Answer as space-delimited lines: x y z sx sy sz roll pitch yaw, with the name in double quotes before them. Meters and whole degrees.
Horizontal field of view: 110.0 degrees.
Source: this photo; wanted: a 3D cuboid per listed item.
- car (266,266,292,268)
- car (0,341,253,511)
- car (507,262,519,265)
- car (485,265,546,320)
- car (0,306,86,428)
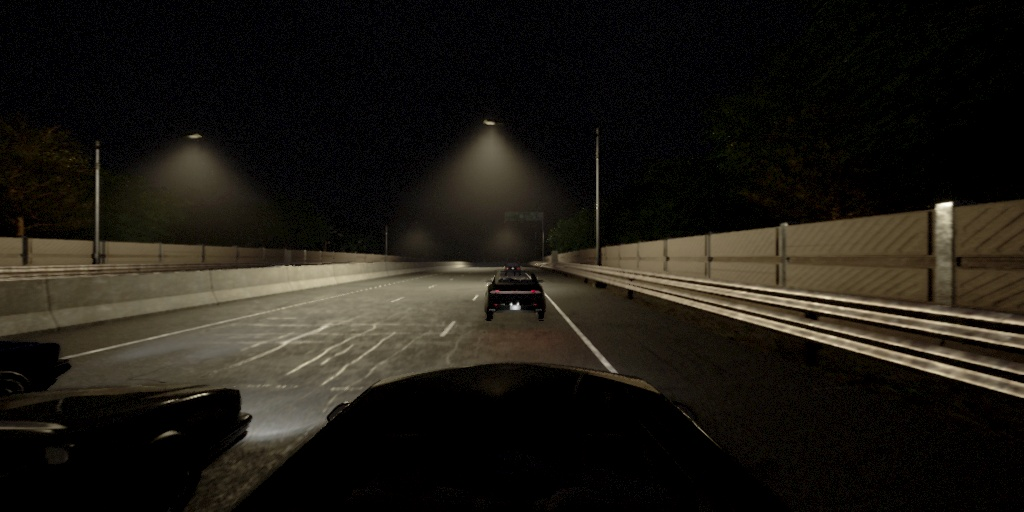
"car" -17.581 1.380 26.617 1.895 1.301 4.718 0 0 0
"car" -3.402 1.298 0.941 2.033 1.411 5.357 0 0 0
"car" 0.088 1.427 41.319 2.033 1.411 5.357 0 -1 0
"car" 0.097 1.245 12.572 2.128 1.511 4.902 0 0 0
"car" -6.901 1.351 2.647 1.895 1.301 4.718 0 0 0
